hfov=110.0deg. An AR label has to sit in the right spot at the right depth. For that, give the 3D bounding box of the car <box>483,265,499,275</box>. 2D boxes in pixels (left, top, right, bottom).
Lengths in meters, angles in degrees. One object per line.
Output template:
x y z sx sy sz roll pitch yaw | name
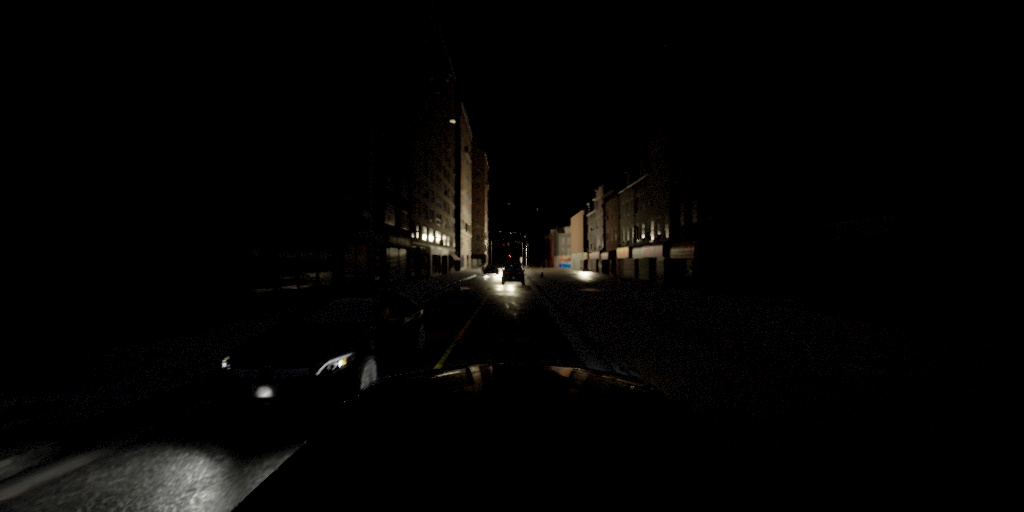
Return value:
-2.814 1.911 48.512 1.994 1.385 4.181 0 -1 0 | car

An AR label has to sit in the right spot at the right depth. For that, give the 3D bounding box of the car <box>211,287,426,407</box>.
-2.848 1.332 6.473 1.812 1.442 4.674 0 -1 0 | car

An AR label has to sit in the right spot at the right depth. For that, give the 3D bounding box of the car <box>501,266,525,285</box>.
0.094 1.578 30.597 1.882 1.535 5.008 0 -1 0 | car
